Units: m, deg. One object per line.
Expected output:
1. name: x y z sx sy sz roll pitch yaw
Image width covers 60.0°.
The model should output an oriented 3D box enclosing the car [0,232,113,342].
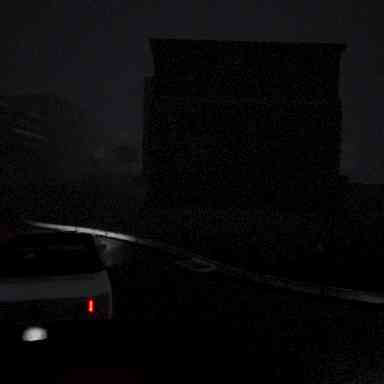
1. car: -2.559 1.401 6.192 1.895 1.301 4.718 1 1 -17
